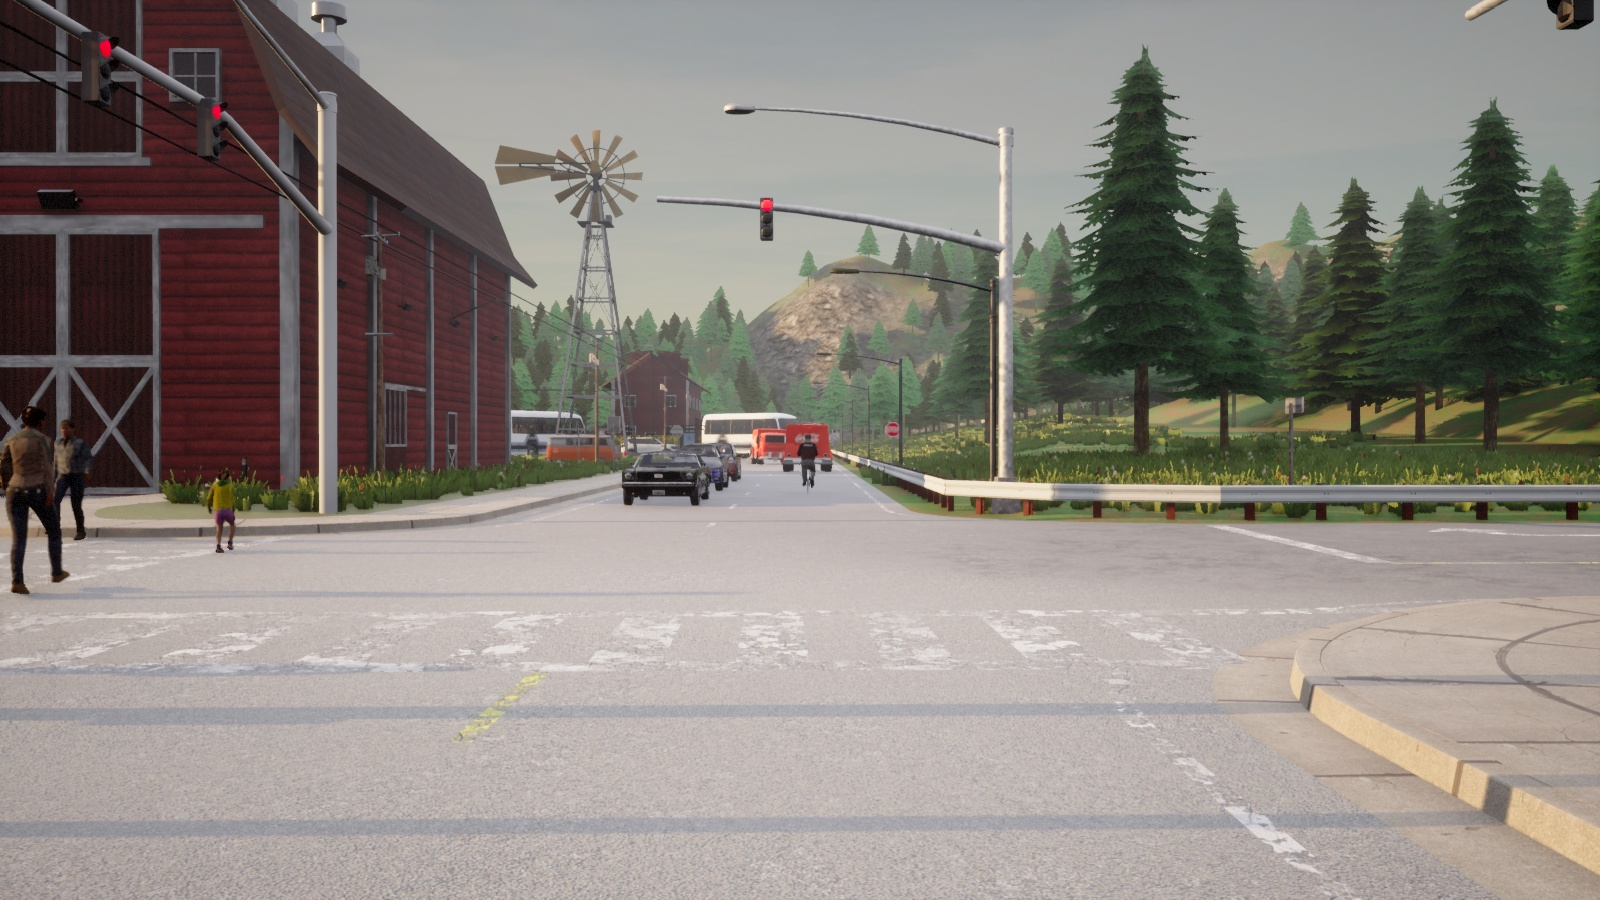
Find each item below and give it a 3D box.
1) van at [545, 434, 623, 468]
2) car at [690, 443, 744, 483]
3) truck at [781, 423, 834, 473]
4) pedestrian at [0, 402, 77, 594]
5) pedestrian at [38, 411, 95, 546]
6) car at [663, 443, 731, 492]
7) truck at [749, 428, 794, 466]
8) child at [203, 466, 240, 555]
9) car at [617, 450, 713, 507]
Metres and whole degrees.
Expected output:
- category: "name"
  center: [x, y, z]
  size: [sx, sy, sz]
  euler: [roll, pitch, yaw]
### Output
- category: "van"
  center: [-13.085, 0.059, 76.127]
  size: [4.442, 1.987, 1.775]
  euler: [0, 0, -1]
- category: "car"
  center: [-3.213, 0.479, 49.318]
  size: [1.845, 1.501, 3.633]
  euler: [0, 0, 0]
- category: "truck"
  center: [0.379, -0.109, 65.419]
  size: [2.627, 2.467, 5.204]
  euler: [0, 0, 0]
- category: "pedestrian"
  center: [-7.453, 0.447, 12.261]
  size: [0.328, 1.805, 0.869]
  euler: [0, 0, -4]
- category: "pedestrian"
  center: [-10.848, 0.408, 18.580]
  size: [0.423, 1.949, 0.788]
  euler: [0, 0, -4]
- category: "car"
  center: [-3.261, 0.529, 40.469]
  size: [1.816, 1.474, 4.193]
  euler: [0, 0, 0]
- category: "truck"
  center: [-2.014, -0.233, 86.690]
  size: [2.627, 2.467, 5.204]
  euler: [1, 0, -7]
- category: "child"
  center: [-7.719, 0.801, 16.765]
  size: [0.299, 1.160, 0.473]
  euler: [0, 0, -3]
- category: "car"
  center: [-3.310, 0.665, 31.709]
  size: [1.895, 1.301, 4.718]
  euler: [0, 0, 0]
